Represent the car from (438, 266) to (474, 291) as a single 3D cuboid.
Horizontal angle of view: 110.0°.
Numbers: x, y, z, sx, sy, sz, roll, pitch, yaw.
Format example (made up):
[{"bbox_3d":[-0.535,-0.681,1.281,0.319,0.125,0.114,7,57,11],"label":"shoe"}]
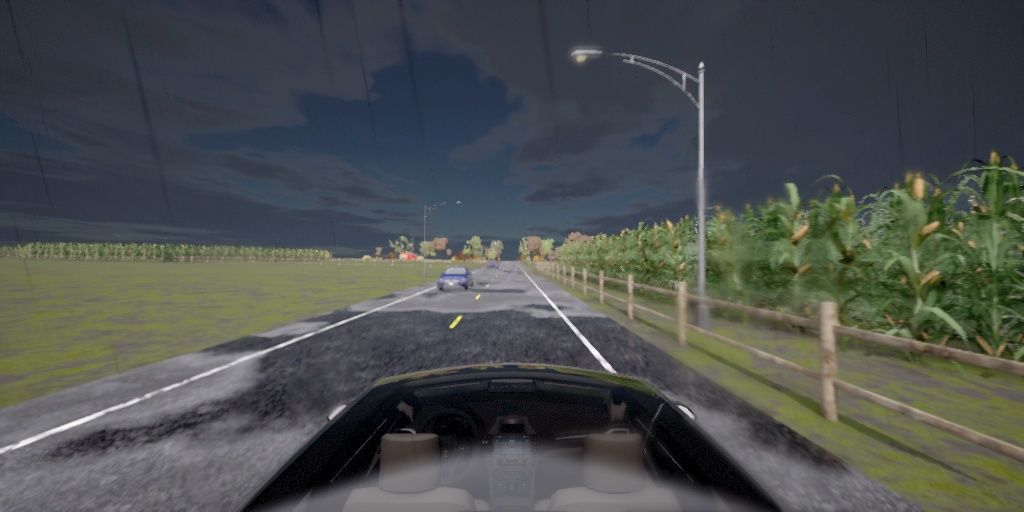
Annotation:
[{"bbox_3d":[-3.596,1.411,23.530,1.812,1.442,4.674,0,0,0],"label":"car"}]
